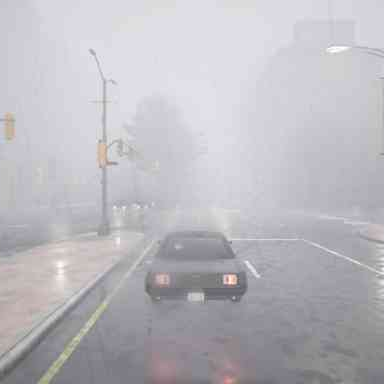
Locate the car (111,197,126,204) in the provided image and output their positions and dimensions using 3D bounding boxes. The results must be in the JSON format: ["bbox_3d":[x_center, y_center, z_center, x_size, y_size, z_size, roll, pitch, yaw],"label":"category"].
[{"bbox_3d":[-14.723,1.595,66.869,1.895,1.301,4.718,0,0,0],"label":"car"}]

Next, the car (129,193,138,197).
[{"bbox_3d":[-11.512,1.222,64.574,2.150,2.045,5.566,0,0,1],"label":"car"}]

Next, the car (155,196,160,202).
[{"bbox_3d":[-8.004,1.564,65.848,1.994,1.385,4.181,0,0,1],"label":"car"}]

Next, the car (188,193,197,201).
[{"bbox_3d":[0.034,1.218,86.507,2.150,2.045,5.566,0,0,0],"label":"car"}]

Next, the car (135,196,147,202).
[{"bbox_3d":[-11.471,1.552,74.457,1.994,1.385,4.181,0,0,0],"label":"car"}]

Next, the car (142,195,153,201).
[{"bbox_3d":[-11.466,1.522,85.941,2.128,1.511,4.902,0,0,0],"label":"car"}]

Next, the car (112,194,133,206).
[{"bbox_3d":[-11.566,1.526,55.161,1.812,1.442,4.674,0,0,0],"label":"car"}]

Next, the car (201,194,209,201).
[{"bbox_3d":[3.534,1.519,86.892,2.128,1.511,4.902,0,0,0],"label":"car"}]

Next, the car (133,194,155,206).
[{"bbox_3d":[-8.066,1.547,56.559,2.033,1.411,5.357,0,0,0],"label":"car"}]

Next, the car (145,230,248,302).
[{"bbox_3d":[0.078,1.601,8.209,1.895,1.301,4.718,0,0,0],"label":"car"}]
